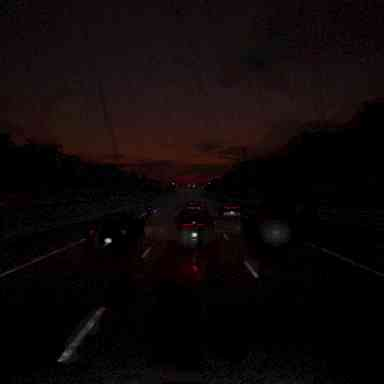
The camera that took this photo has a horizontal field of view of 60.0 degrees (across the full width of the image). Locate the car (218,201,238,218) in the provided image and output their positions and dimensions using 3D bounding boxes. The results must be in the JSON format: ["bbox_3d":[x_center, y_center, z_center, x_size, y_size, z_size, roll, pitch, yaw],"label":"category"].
[{"bbox_3d":[3.611,1.660,32.333,2.128,1.511,4.902,0,0,0],"label":"car"}]

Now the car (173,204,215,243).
[{"bbox_3d":[0.104,1.590,16.678,1.837,1.490,4.892,0,0,0],"label":"car"}]

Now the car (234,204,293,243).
[{"bbox_3d":[3.604,1.577,16.661,2.128,1.511,4.902,0,0,0],"label":"car"}]

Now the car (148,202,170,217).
[{"bbox_3d":[-3.388,1.700,33.336,1.812,1.442,4.674,0,0,0],"label":"car"}]

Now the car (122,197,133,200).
[{"bbox_3d":[-13.970,1.862,72.501,1.837,1.490,4.892,0,0,0],"label":"car"}]

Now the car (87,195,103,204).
[{"bbox_3d":[-20.970,1.587,72.475,2.150,2.045,5.566,0,0,0],"label":"car"}]

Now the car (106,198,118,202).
[{"bbox_3d":[-17.469,1.910,72.918,1.994,1.385,4.181,0,0,0],"label":"car"}]

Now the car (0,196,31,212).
[{"bbox_3d":[-17.584,1.391,32.399,2.150,2.045,5.566,0,0,0],"label":"car"}]

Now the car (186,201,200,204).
[{"bbox_3d":[0.111,1.660,32.307,2.128,1.511,4.902,0,0,0],"label":"car"}]

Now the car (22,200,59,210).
[{"bbox_3d":[-14.083,1.731,31.982,1.994,1.385,4.181,0,0,0],"label":"car"}]

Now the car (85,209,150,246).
[{"bbox_3d":[-3.396,1.681,15.726,1.895,1.301,4.718,0,0,0],"label":"car"}]
